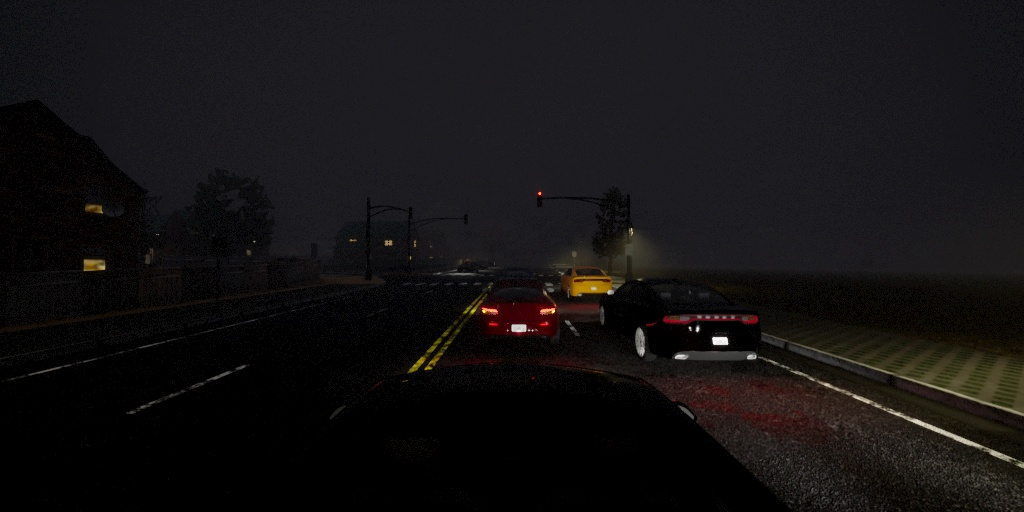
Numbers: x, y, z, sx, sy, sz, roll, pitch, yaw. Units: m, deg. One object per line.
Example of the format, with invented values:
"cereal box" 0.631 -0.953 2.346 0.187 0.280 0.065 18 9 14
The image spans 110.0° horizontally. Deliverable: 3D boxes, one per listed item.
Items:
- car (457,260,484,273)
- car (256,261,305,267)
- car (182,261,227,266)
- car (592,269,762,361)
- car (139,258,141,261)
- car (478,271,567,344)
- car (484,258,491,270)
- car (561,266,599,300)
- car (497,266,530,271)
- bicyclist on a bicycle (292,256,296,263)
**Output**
"car" -5.449 1.365 45.518 2.033 1.411 5.357 0 0 6
"car" -21.062 0.910 32.961 5.008 1.535 1.882 1 -1 16
"car" -30.849 0.875 35.675 4.718 1.301 1.895 1 -1 16
"car" 3.402 1.231 8.301 1.882 1.535 5.008 0 0 0
"car" -43.122 0.297 39.103 5.566 2.045 2.150 1 -1 16
"car" 0.162 1.280 9.475 1.812 1.442 4.674 0 0 1
"car" -4.920 1.319 55.410 1.882 1.535 5.008 0 0 4
"car" 3.532 1.239 17.769 1.882 1.535 5.008 0 0 1
"car" 0.281 1.289 18.582 1.812 1.442 4.674 0 0 0
"bicyclist on a bicycle" -24.252 0.780 39.935 0.582 1.620 1.656 1 -1 15
